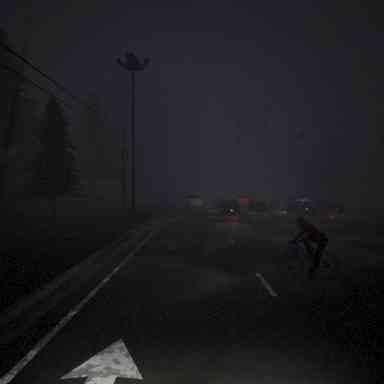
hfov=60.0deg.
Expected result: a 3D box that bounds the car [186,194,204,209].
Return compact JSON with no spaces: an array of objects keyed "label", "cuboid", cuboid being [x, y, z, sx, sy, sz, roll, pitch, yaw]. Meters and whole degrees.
[{"label":"car","cuboid":[0.355,1.221,44.536,2.150,2.045,5.566,0,0,1]}]

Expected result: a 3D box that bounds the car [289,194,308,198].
[{"label":"car","cuboid":[14.355,1.221,45.568,2.150,2.045,5.566,0,0,0]}]

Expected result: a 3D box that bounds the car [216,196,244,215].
[{"label":"car","cuboid":[3.797,1.504,34.070,1.837,1.490,4.892,0,0,0]}]

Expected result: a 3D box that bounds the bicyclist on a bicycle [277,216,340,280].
[{"label":"bicyclist on a bicycle","cuboid":[2.999,1.455,8.631,1.656,1.620,0.582,-2,0,0]}]

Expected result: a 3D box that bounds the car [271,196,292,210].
[{"label":"car","cuboid":[10.830,1.547,43.224,2.033,1.411,5.357,0,0,0]}]

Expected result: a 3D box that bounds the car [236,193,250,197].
[{"label":"car","cuboid":[7.364,1.221,48.333,2.150,2.045,5.566,0,0,1]}]

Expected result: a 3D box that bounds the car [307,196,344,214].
[{"label":"car","cuboid":[14.305,1.492,35.320,2.128,1.511,4.902,0,0,0]}]

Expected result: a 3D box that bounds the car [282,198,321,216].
[{"label":"car","cuboid":[10.791,1.564,33.182,1.994,1.385,4.181,0,0,0]}]

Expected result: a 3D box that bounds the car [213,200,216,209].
[{"label":"car","cuboid":[3.835,1.547,44.364,2.033,1.411,5.357,0,0,1]}]

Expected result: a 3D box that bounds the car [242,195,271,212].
[{"label":"car","cuboid":[7.323,1.478,38.320,1.882,1.535,5.008,0,0,1]}]
